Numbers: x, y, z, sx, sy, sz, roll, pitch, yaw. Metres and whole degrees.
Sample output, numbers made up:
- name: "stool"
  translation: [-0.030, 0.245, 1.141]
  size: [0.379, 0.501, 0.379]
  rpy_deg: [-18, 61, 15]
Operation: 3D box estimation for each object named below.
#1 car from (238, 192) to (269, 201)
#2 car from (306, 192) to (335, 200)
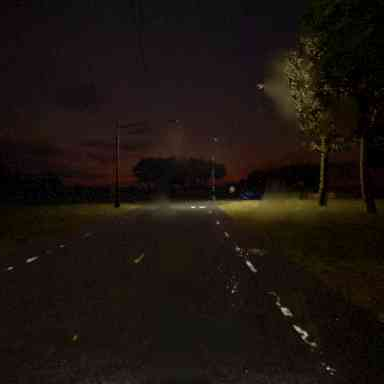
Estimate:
- name: "car"
  translation: [9.607, 0.662, 51.923]
  size: [4.674, 1.442, 1.812]
  rpy_deg: [-3, -1, -1]
- name: "car"
  translation: [22.825, 0.607, 59.172]
  size: [5.008, 1.535, 1.882]
  rpy_deg: [-2, -2, -1]
